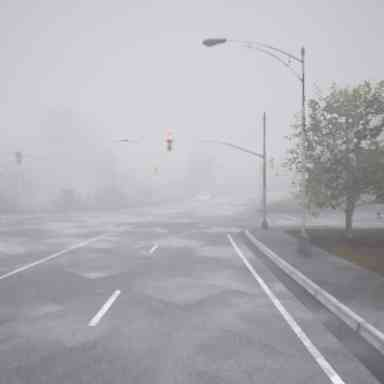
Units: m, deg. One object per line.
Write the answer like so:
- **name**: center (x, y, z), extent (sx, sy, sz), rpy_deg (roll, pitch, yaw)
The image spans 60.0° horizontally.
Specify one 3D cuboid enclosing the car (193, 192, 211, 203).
- **car**: center (2.298, 1.202, 72.643), extent (2.150, 2.045, 5.566), rpy_deg (0, 3, 25)
